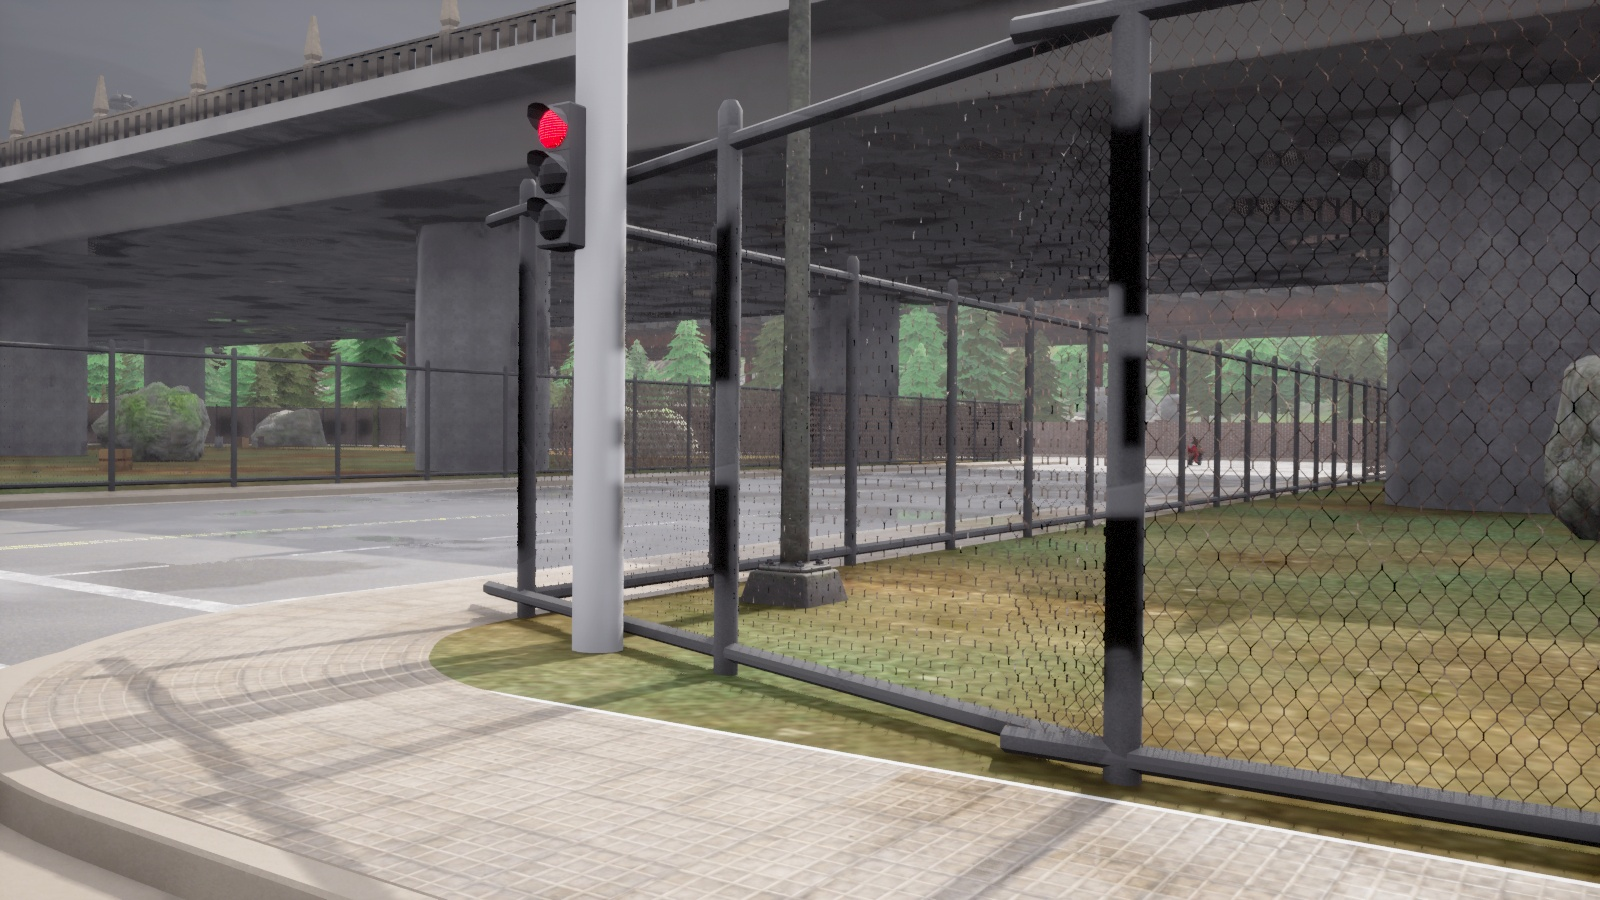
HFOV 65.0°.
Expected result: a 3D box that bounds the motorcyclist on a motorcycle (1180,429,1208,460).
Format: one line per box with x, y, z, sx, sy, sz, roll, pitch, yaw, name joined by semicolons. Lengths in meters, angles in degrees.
20.314;-0.299;64.744;0.797;1.523;2.044;0;1;35;motorcyclist on a motorcycle
